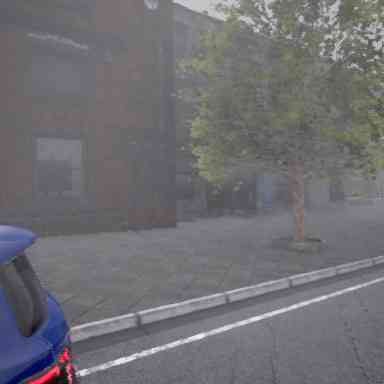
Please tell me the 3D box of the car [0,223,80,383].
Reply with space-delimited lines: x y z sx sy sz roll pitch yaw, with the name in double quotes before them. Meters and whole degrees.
"car" -3.243 1.222 1.077 5.566 2.045 2.150 0 0 -35
